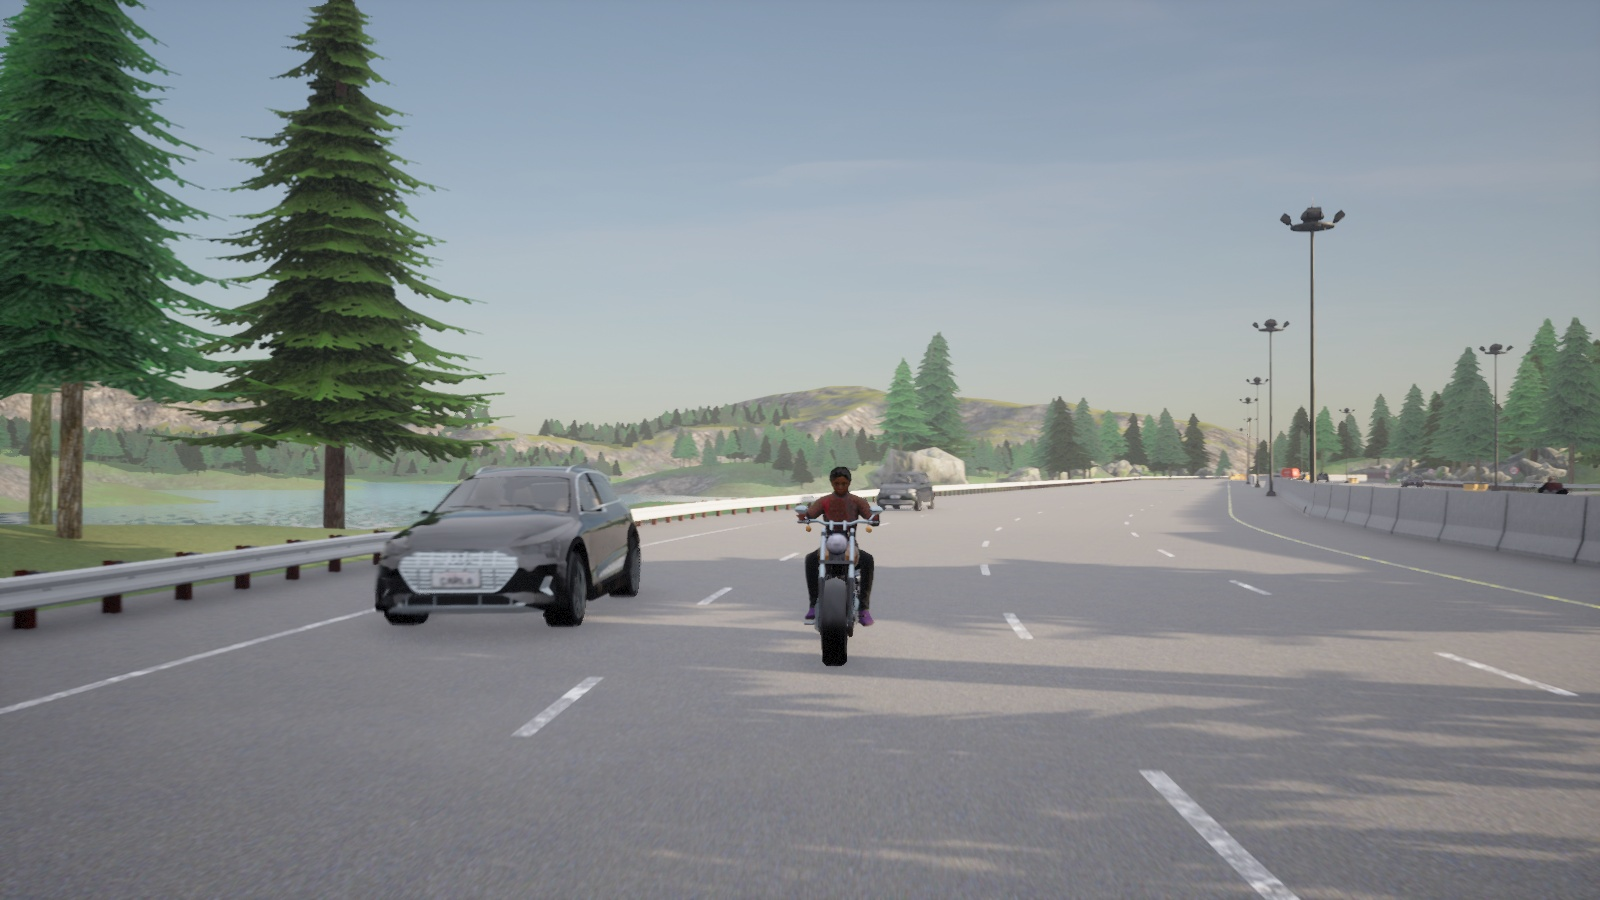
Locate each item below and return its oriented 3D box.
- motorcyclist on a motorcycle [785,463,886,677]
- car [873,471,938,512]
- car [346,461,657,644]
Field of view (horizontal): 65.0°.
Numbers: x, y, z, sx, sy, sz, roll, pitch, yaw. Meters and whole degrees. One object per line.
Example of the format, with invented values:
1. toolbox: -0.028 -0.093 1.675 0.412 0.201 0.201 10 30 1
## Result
1. motorcyclist on a motorcycle: 0.351 0.946 10.914 0.766 1.649 2.350 0 -1 4
2. car: 4.213 1.612 49.814 1.789 1.549 3.705 -1 -1 18
3. car: -3.034 0.990 13.997 2.033 1.649 4.856 -1 -1 3
